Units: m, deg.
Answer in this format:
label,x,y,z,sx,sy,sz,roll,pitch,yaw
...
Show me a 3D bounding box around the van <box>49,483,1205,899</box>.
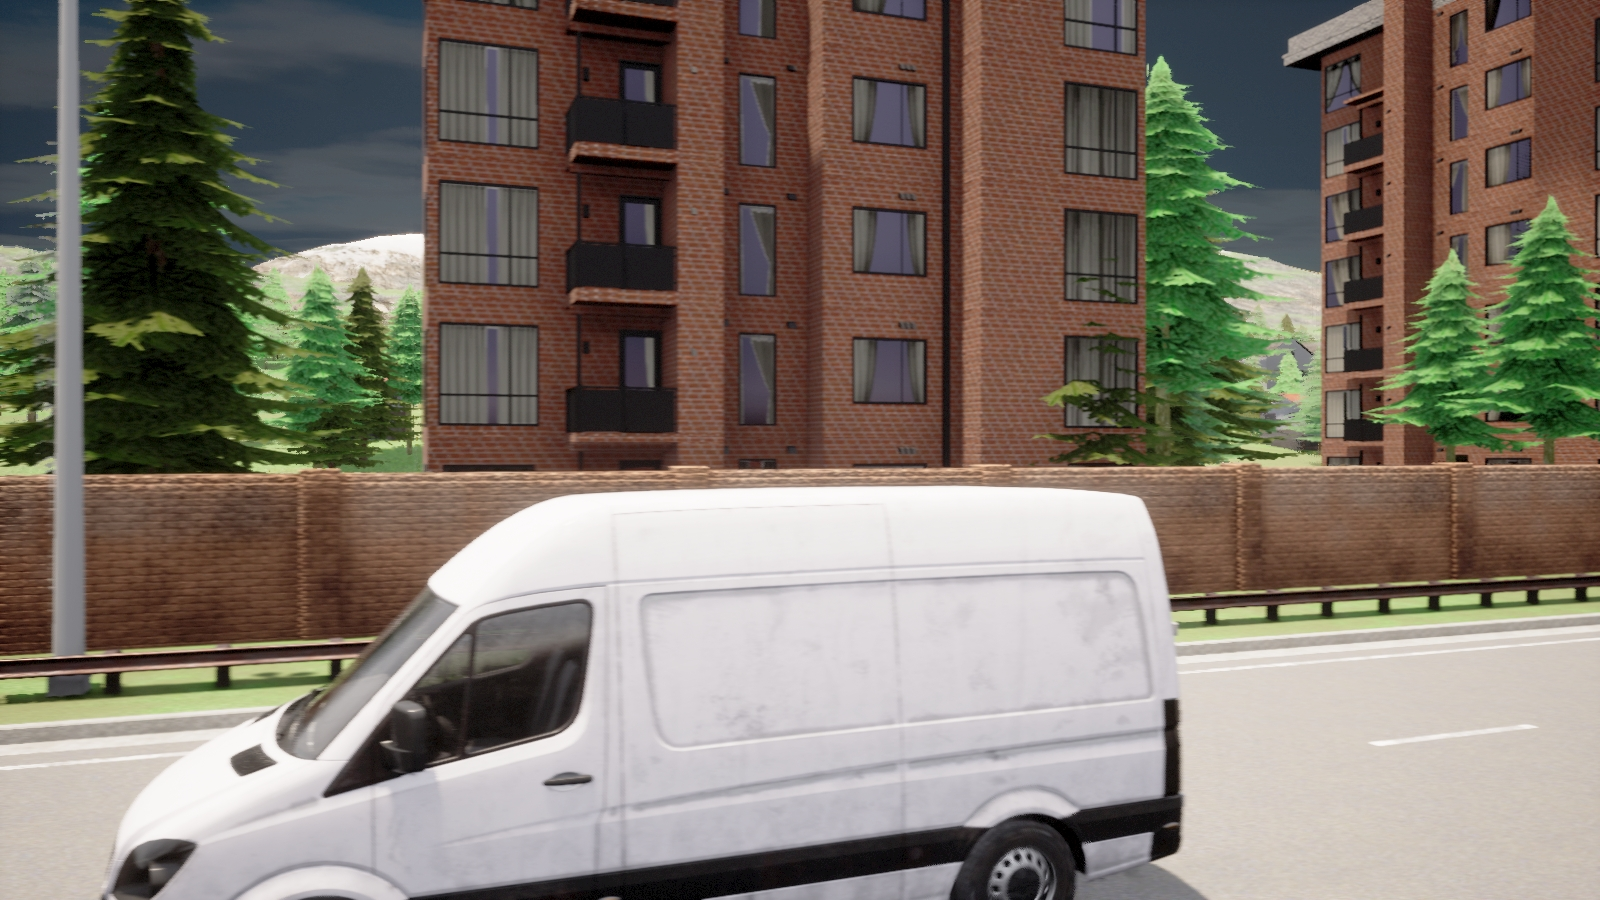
label,x,y,z,sx,sy,sz,roll,pitch,yaw
van,-0.710,1.533,6.741,5.915,2.561,1.988,0,0,-20
